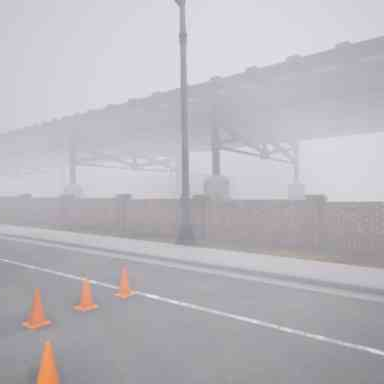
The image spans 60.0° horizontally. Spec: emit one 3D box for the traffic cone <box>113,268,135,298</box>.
[{"bbox_3d":[-1.487,1.964,7.314,0.340,0.580,0.340,0,0,36],"label":"traffic cone"}]

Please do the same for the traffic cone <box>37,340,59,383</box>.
[{"bbox_3d":[-1.609,1.959,3.711,0.340,0.580,0.340,0,0,36],"label":"traffic cone"}]

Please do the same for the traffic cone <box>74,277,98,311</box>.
[{"bbox_3d":[-2.069,1.962,6.502,0.340,0.580,0.340,0,0,36],"label":"traffic cone"}]

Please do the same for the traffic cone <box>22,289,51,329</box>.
[{"bbox_3d":[-2.652,1.961,5.689,0.340,0.580,0.340,0,0,36],"label":"traffic cone"}]
